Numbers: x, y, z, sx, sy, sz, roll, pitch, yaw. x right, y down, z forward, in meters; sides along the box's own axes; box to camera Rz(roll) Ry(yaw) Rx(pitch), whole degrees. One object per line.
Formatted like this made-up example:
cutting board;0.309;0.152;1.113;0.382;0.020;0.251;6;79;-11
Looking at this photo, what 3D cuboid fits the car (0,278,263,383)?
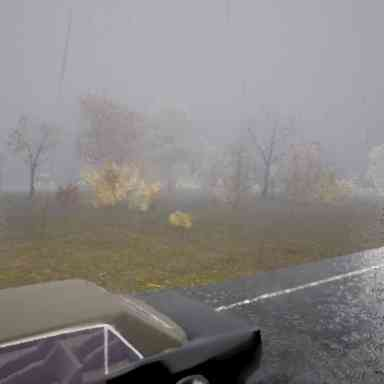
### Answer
car;-1.669;1.601;2.814;4.718;1.301;1.895;0;0;-36
